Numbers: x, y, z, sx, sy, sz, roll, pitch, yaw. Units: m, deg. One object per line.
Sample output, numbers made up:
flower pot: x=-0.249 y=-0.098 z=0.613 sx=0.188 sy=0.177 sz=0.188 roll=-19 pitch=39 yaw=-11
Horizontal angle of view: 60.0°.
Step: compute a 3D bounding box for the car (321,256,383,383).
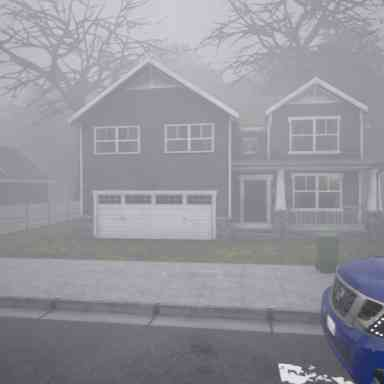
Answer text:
car: x=4.337 y=1.156 z=3.406 sx=5.566 sy=2.045 sz=2.150 roll=-1 pitch=1 yaw=9
